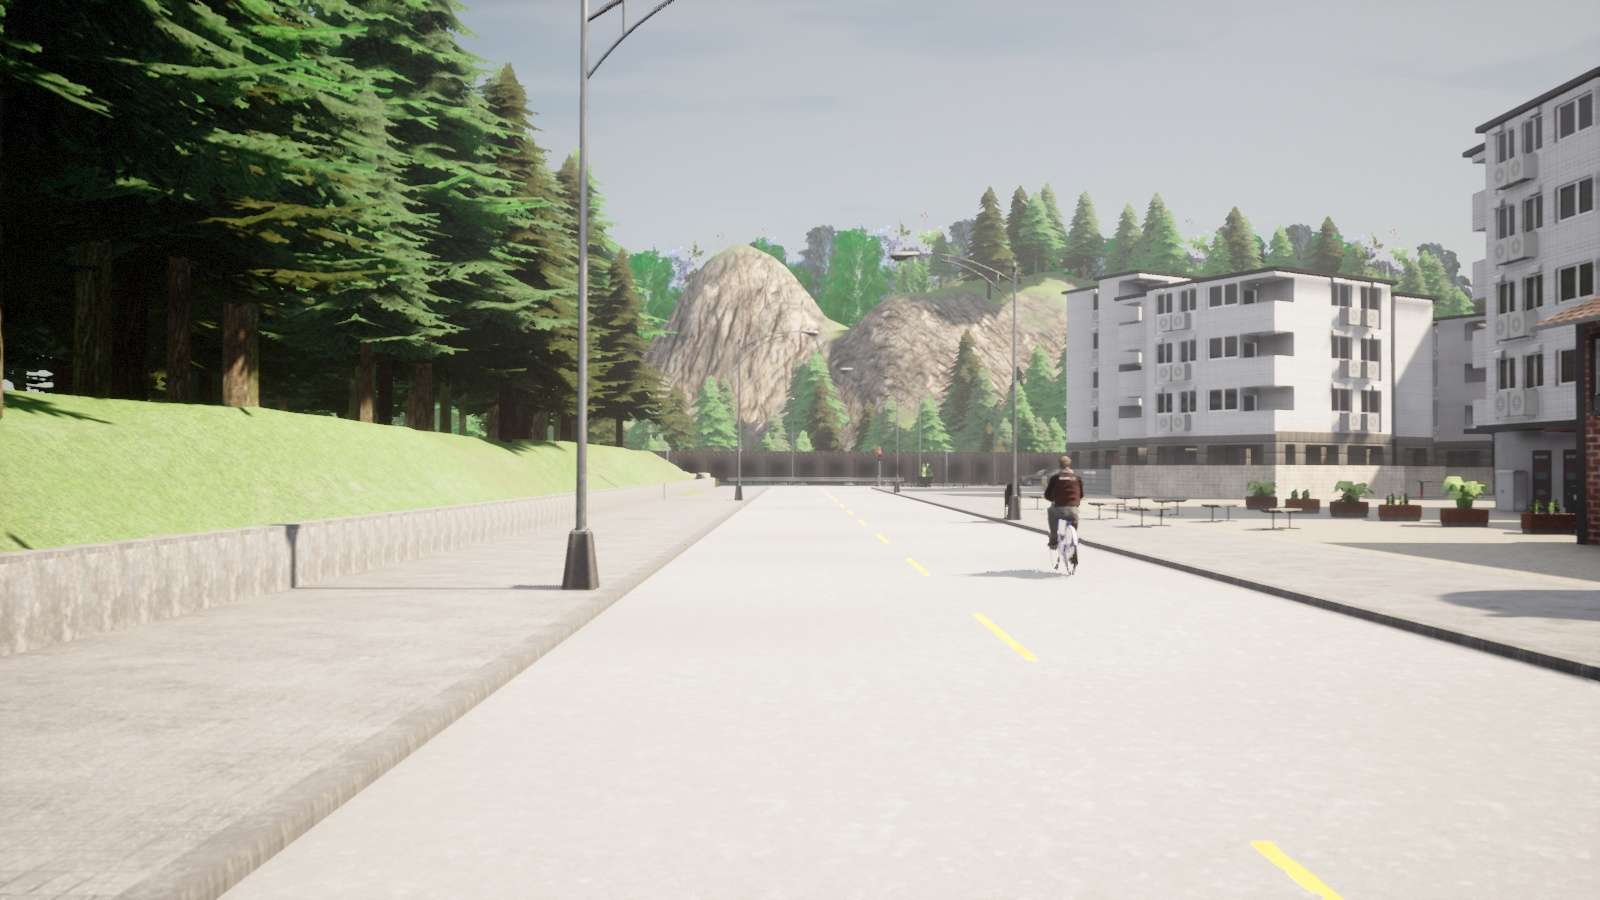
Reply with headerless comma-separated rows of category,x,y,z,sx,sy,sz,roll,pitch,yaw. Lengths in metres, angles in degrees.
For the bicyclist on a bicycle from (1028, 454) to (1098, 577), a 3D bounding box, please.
bicyclist on a bicycle,3.951,0.951,18.991,0.659,1.776,1.843,0,-1,0
